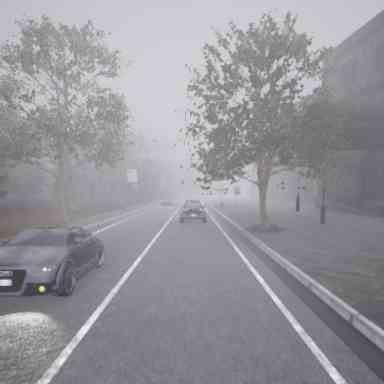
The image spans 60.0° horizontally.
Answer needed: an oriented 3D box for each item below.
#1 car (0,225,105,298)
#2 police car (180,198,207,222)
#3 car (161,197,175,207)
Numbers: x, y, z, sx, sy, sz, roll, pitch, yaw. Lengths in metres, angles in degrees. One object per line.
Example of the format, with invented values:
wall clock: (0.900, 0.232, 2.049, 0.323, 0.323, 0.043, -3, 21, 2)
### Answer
car: (-3.600, 1.551, 8.388, 1.994, 1.385, 4.181, 0, 0, 0)
police car: (0.096, 1.459, 25.749, 2.038, 1.542, 4.974, 0, 0, 0)
car: (-3.583, 1.464, 49.790, 2.033, 1.411, 5.357, 0, 0, 0)
